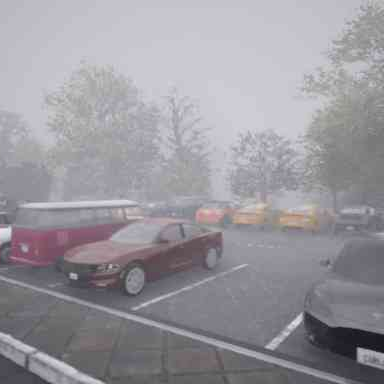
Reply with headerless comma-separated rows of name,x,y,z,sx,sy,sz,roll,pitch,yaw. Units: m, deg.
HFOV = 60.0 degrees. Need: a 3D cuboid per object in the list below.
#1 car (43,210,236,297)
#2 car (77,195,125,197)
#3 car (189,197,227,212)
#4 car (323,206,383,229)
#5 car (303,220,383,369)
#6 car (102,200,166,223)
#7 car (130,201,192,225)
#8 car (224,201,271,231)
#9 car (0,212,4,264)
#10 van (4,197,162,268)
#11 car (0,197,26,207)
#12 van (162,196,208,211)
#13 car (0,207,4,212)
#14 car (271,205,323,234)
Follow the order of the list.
car,-1.024,1.492,8.997,2.097,1.535,5.008,0,0,36
car,-6.777,1.306,29.210,2.435,2.045,5.566,-1,0,36
car,2.201,1.385,22.722,2.185,1.767,4.553,0,0,36
car,8.979,1.482,17.911,2.231,1.521,4.892,0,0,36
car,3.472,1.502,5.741,2.163,1.488,4.792,0,0,36
car,-4.647,1.539,27.427,1.946,1.575,5.366,0,0,36
car,-2.292,1.531,25.963,2.231,1.521,4.892,0,0,36
car,4.369,1.501,21.206,2.097,1.535,5.008,0,0,36
car,-5.544,1.552,12.222,2.002,1.452,4.674,0,0,36
van,-3.219,1.276,10.702,1.878,1.987,4.442,0,0,36
car,-10.080,1.281,15.426,2.435,2.045,5.566,0,0,36
van,0.034,1.294,24.453,1.878,1.987,4.442,0,0,36
car,-7.786,1.551,13.858,2.163,1.488,4.792,0,0,36
car,6.726,1.490,19.522,2.097,1.535,5.008,0,0,36
